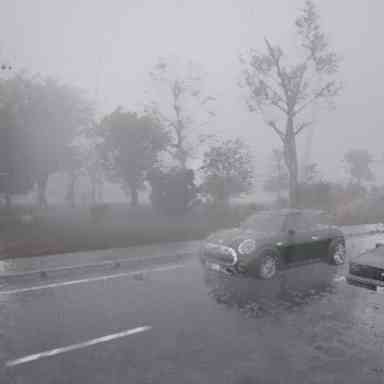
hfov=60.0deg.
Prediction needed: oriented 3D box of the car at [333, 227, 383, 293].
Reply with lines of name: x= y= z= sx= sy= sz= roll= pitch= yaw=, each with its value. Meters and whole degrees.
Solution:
car: x=5.976 y=1.538 z=7.980 sx=5.357 sy=1.411 sz=2.033 roll=0 pitch=0 yaw=-33

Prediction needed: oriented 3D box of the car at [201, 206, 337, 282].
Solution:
car: x=2.470 y=1.336 z=9.827 sx=4.553 sy=1.767 sz=2.097 roll=0 pitch=0 yaw=-34
